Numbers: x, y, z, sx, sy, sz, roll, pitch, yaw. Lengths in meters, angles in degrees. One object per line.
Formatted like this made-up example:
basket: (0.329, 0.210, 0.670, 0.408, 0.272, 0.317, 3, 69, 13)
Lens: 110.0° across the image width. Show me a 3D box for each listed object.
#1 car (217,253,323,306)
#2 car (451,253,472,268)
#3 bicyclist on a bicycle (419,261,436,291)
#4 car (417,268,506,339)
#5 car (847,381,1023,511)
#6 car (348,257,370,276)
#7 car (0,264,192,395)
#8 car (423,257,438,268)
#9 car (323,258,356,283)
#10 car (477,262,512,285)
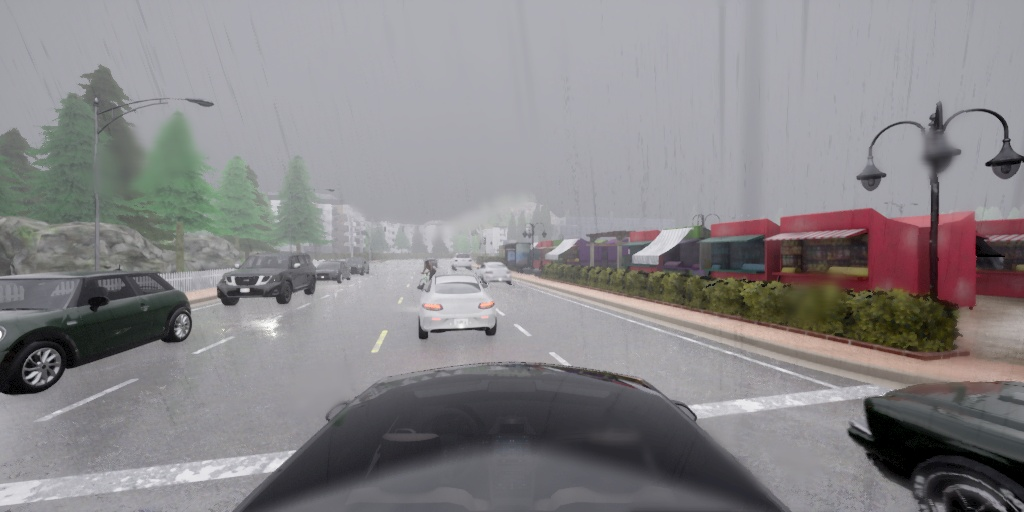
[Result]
car: (-10.366, 0.876, 15.728, 2.150, 2.045, 5.566, 0, 0, -14)
car: (-6.308, 0.666, 44.255, 2.150, 2.045, 5.566, 0, 0, -14)
bicyclist on a bicycle: (-4.568, 1.079, 19.707, 0.582, 1.620, 1.656, 0, 1, 24)
car: (-1.602, 1.224, 9.896, 1.812, 1.442, 4.674, 0, 0, -13)
car: (4.224, 1.347, 1.046, 1.895, 1.301, 4.718, 0, 0, -14)
car: (-14.632, 0.876, 33.311, 2.097, 1.767, 4.553, 0, 0, -13)
car: (-8.096, 1.076, 6.311, 2.097, 1.767, 4.553, 0, 0, -13)
car: (-11.532, 0.901, 50.815, 1.837, 1.490, 4.892, 0, 0, -13)
car: (-12.704, 1.088, 25.338, 1.837, 1.490, 4.892, 0, 0, -14)
car: (-1.256, 1.124, 23.588, 1.812, 1.442, 4.674, 0, 0, -14)
